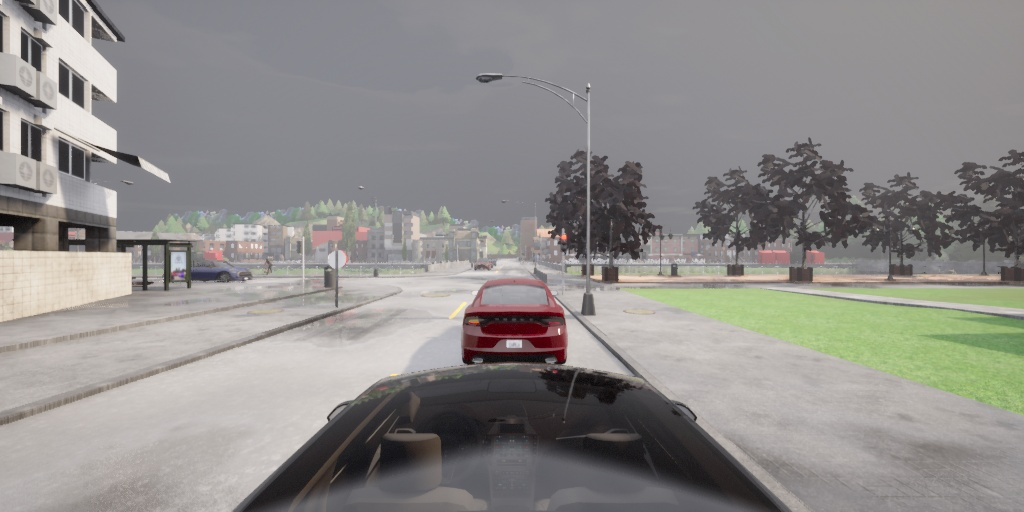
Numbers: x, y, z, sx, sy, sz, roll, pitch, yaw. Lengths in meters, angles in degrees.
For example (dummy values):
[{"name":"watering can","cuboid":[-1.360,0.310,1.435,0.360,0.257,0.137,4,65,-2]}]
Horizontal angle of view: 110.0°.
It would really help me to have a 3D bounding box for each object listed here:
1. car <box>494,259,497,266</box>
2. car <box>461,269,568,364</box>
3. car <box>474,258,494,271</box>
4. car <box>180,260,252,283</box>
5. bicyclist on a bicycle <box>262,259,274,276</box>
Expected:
[{"name":"car","cuboid":[-4.055,1.241,59.541,2.128,1.511,4.902,0,0,0]},{"name":"car","cuboid":[0.055,1.228,8.097,1.882,1.535,5.008,0,0,0]},{"name":"car","cuboid":[-4.074,1.102,50.297,2.097,1.767,4.553,0,0,0]},{"name":"car","cuboid":[-22.187,1.101,26.897,4.553,1.767,2.097,0,0,0]},{"name":"bicyclist on a bicycle","cuboid":[-24.011,1.099,35.296,0.582,1.620,1.656,0,0,0]}]
